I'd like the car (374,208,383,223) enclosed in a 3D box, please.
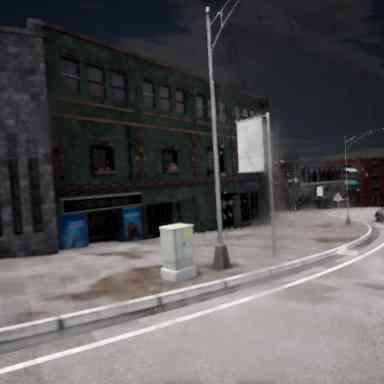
[{"bbox_3d":[18.864,2.222,31.740,2.033,1.411,5.357,-3,-3,18],"label":"car"}]
